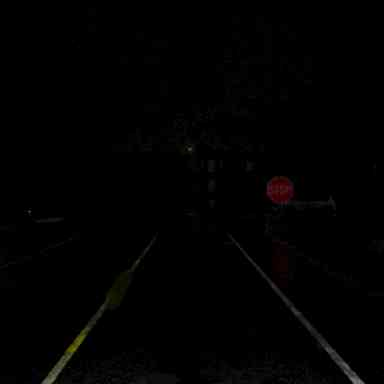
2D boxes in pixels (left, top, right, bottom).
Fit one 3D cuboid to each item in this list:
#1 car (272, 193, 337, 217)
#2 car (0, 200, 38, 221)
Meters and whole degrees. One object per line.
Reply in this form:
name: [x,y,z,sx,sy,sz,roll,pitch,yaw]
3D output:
car: [10.003,1.128,29.720,5.566,2.045,2.150,0,0,-3]
car: [-14.680,1.422,26.107,4.892,1.490,1.837,0,0,0]
